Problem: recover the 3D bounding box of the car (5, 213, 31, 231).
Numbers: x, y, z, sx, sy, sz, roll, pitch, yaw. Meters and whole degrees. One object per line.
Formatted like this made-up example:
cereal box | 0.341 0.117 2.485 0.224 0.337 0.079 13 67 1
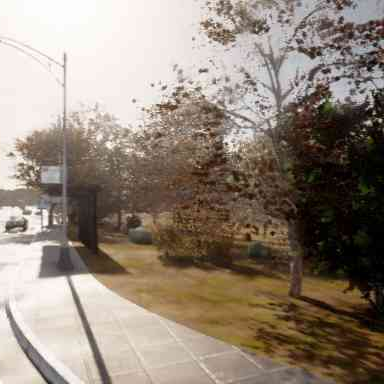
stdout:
car | -18.032 3.204 34.351 2.033 1.411 5.357 0 -3 -23
